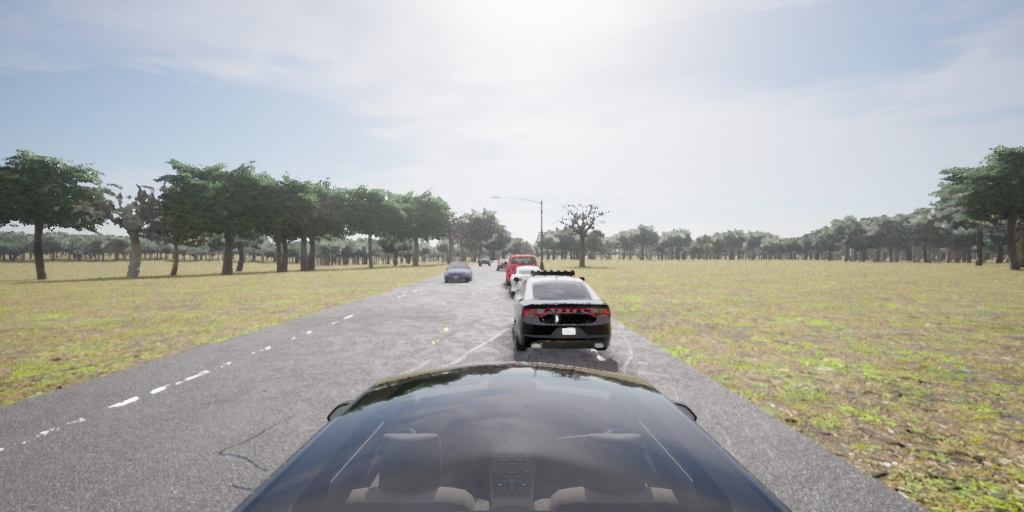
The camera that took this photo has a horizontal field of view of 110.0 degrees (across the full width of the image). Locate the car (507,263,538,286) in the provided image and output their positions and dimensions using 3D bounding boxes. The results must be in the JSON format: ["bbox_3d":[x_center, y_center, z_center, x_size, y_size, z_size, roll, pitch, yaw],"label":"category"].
[{"bbox_3d":[0.836,1.266,19.041,1.812,1.442,4.674,0,0,-1],"label":"car"}]

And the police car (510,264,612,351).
[{"bbox_3d":[1.009,1.170,9.114,1.930,1.638,5.238,0,0,-1],"label":"police car"}]

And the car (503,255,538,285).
[{"bbox_3d":[0.666,0.962,25.087,2.150,2.045,5.566,0,0,-2],"label":"car"}]

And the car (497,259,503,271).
[{"bbox_3d":[-1.074,1.265,49.196,1.812,1.442,4.674,0,0,-1],"label":"car"}]

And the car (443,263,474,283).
[{"bbox_3d":[-4.077,1.264,27.869,1.812,1.442,4.674,0,0,-2],"label":"car"}]
